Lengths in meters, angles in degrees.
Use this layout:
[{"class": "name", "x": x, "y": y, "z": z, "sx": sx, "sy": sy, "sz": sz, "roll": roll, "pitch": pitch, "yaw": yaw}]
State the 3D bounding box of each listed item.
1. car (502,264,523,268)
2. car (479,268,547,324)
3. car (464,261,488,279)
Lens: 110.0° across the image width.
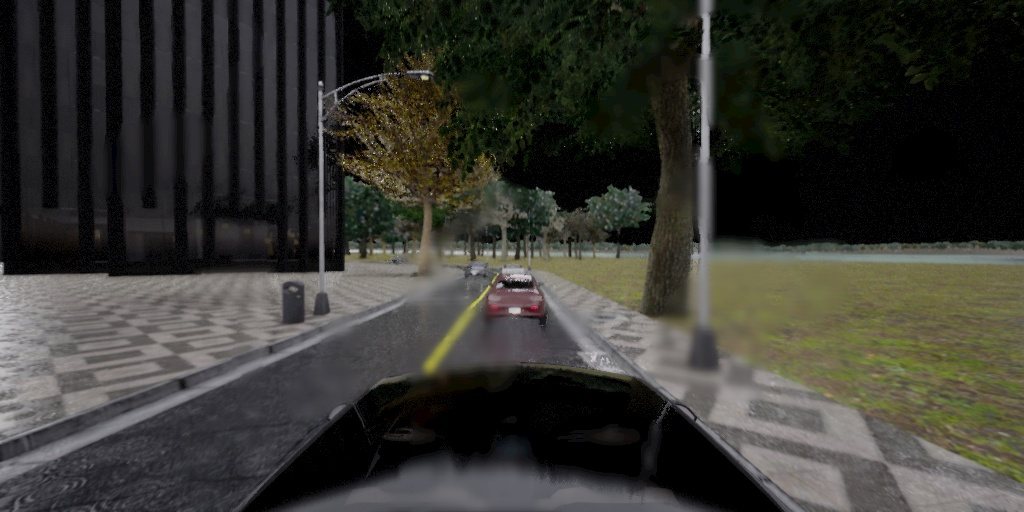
[{"class": "car", "x": 0.069, "y": 1.337, "z": 32.287, "sx": 1.895, "sy": 1.301, "sz": 4.718, "roll": 0, "pitch": 0, "yaw": -1}, {"class": "car", "x": 0.100, "y": 1.291, "z": 11.893, "sx": 1.812, "sy": 1.442, "sz": 4.674, "roll": 0, "pitch": 0, "yaw": 0}, {"class": "car", "x": -3.208, "y": 1.227, "z": 32.706, "sx": 2.128, "sy": 1.511, "sz": 4.902, "roll": 0, "pitch": 0, "yaw": -1}]
